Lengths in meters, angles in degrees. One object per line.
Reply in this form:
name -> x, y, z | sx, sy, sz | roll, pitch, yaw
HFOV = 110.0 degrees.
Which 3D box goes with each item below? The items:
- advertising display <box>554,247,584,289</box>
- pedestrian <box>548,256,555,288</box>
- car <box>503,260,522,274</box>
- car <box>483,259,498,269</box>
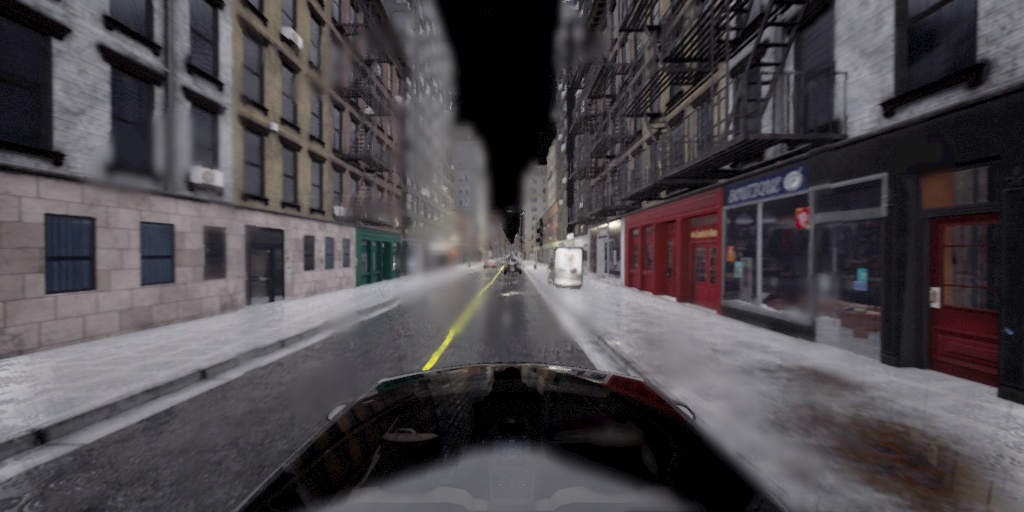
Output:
advertising display -> 3.136, 0.737, 19.835 | 1.540, 2.440, 0.280 | 0, 0, 0
pedestrian -> 2.294, 0.854, 20.367 | 0.375, 1.860, 0.375 | -1, 1, -15
car -> 0.073, 1.195, 38.668 | 1.812, 1.442, 4.674 | 0, 0, 1
car -> -3.060, 1.162, 51.659 | 1.812, 1.442, 4.674 | 0, 0, 0
